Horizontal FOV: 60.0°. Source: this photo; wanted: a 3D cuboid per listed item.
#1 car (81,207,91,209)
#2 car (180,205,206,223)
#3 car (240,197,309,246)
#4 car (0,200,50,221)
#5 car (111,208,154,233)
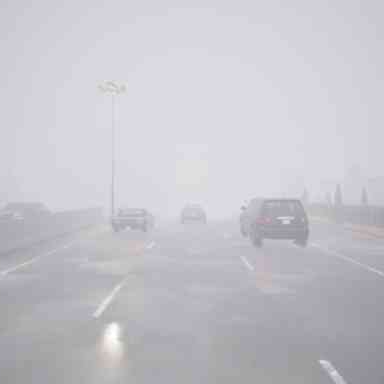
[{"bbox_3d":[-14.065,2.730,44.848,2.128,1.511,4.902,0,-6,0],"label":"car"},{"bbox_3d":[0.105,1.679,26.549,1.994,1.385,4.181,0,-1,0],"label":"car"},{"bbox_3d":[3.603,1.240,15.410,2.150,2.045,5.566,0,0,0],"label":"car"},{"bbox_3d":[-10.592,1.378,20.537,2.097,1.767,4.553,0,0,0],"label":"car"},{"bbox_3d":[-3.395,1.625,19.922,1.895,1.301,4.718,0,0,0],"label":"car"}]
